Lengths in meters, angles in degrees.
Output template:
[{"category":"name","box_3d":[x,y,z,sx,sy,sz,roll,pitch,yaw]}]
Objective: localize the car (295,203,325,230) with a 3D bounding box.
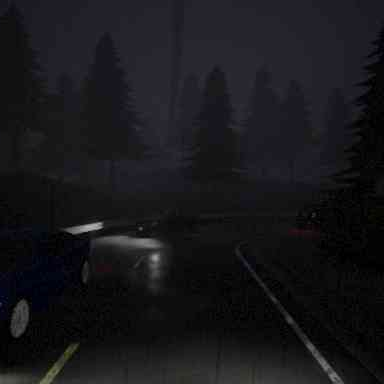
[{"category":"car","box_3d":[9.166,1.482,21.818,4.553,1.767,2.097,0,0,-19]}]

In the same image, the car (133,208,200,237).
[{"category":"car","box_3d":[-1.315,1.641,19.160,1.812,1.442,4.674,0,-1,36]}]

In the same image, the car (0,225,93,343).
[{"category":"car","box_3d":[-3.542,1.523,6.722,1.882,1.535,5.008,0,0,0]}]
